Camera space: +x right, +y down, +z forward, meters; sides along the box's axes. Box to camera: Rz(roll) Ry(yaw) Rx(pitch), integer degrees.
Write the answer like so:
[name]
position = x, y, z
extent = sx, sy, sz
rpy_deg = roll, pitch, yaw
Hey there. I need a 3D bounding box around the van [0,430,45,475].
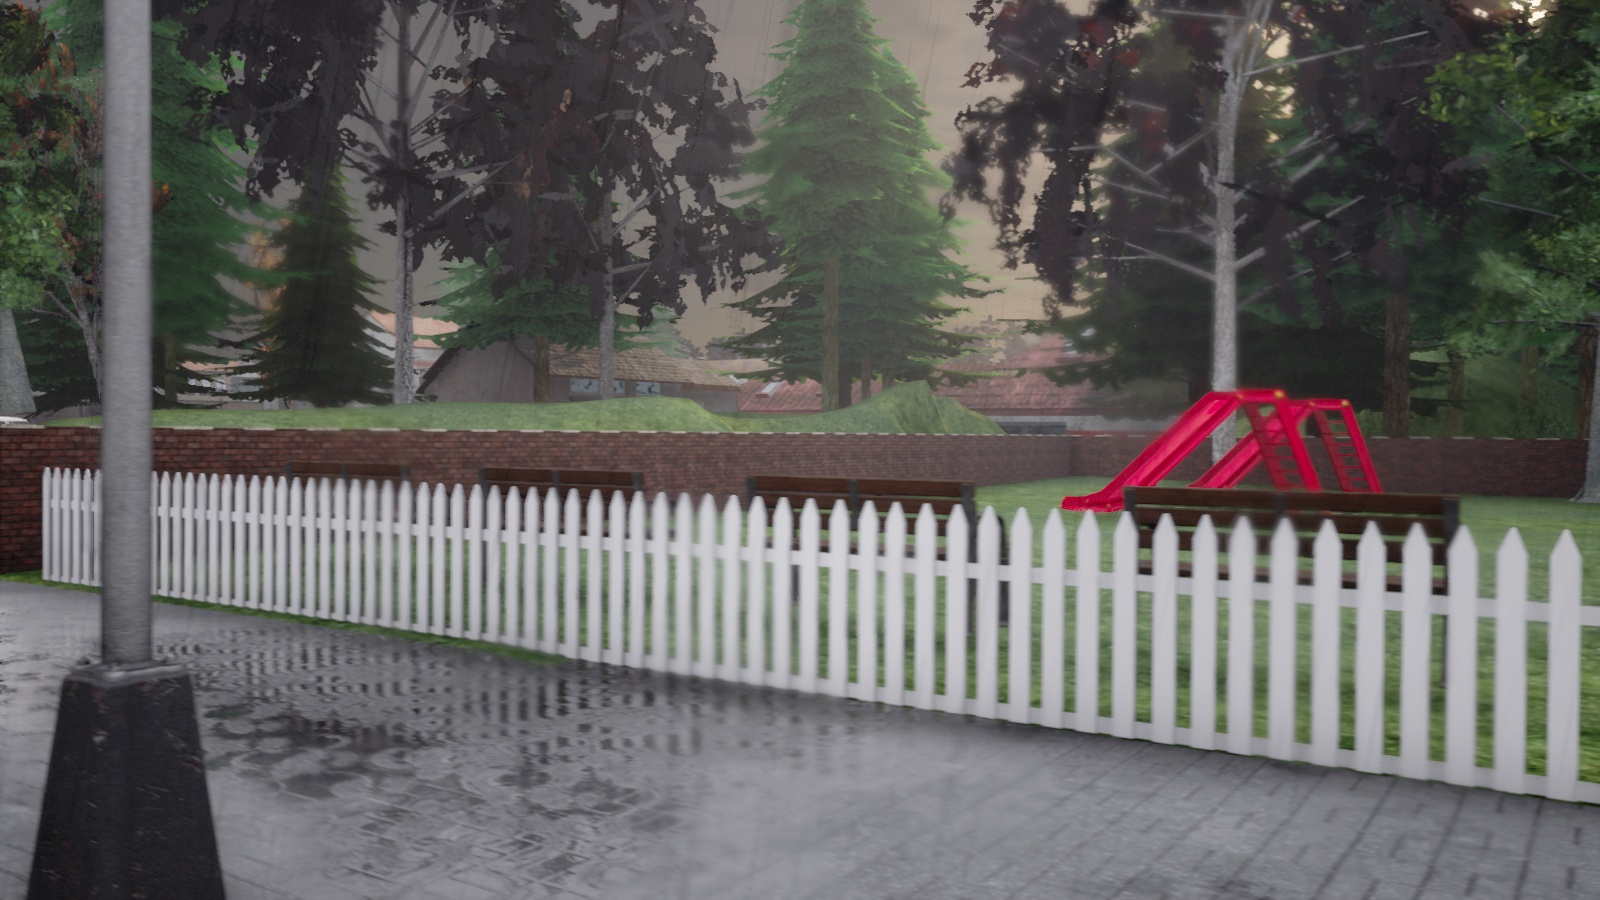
[van]
position = -36.938, 0.118, 56.582
extent = 2.069, 2.038, 4.480
rpy_deg = 0, 1, 34
